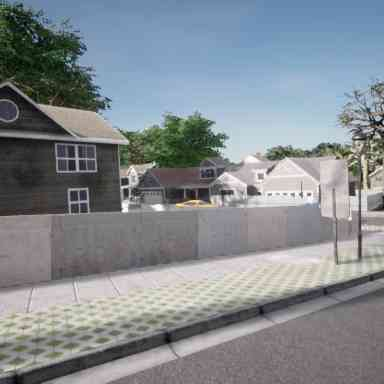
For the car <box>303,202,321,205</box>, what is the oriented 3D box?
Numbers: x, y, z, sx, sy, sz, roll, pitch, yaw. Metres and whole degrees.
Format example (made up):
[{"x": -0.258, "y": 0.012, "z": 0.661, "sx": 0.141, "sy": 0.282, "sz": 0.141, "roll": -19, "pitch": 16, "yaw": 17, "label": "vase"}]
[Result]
[{"x": 10.223, "y": 1.607, "z": 26.608, "sx": 5.008, "sy": 1.535, "sz": 1.882, "roll": 0, "pitch": 3, "yaw": 37, "label": "car"}]

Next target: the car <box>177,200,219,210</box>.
[{"x": 0.657, "y": 1.600, "z": 34.283, "sx": 5.008, "sy": 1.535, "sz": 1.882, "roll": 0, "pitch": 3, "yaw": 41, "label": "car"}]
